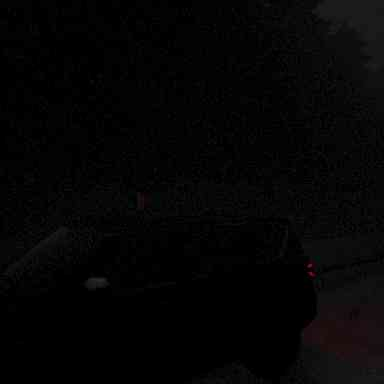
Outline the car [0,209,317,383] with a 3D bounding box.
[{"bbox_3d":[-0.772,1.266,4.057,5.566,2.045,2.150,1,-1,-36],"label":"car"}]
